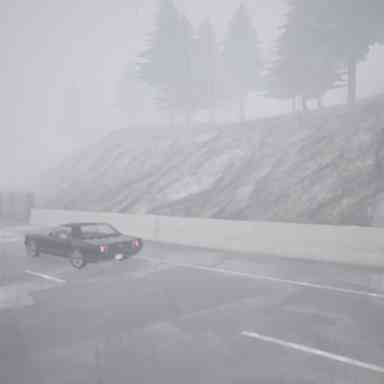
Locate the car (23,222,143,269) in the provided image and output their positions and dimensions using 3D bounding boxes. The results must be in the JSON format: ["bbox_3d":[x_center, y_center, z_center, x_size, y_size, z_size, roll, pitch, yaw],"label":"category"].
[{"bbox_3d":[-3.960,1.703,11.567,4.718,1.301,1.895,-1,-1,39],"label":"car"}]
